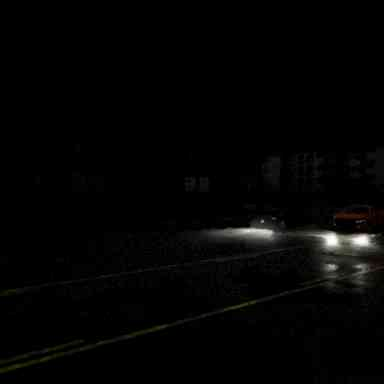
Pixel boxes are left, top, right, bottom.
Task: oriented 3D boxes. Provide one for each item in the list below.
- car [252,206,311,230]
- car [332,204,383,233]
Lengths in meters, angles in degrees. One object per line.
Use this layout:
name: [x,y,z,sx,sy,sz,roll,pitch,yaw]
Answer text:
car: [5.800,1.577,21.332,4.181,1.385,1.994,0,0,-39]
car: [10.318,1.492,20.296,5.008,1.535,1.882,0,1,-45]
